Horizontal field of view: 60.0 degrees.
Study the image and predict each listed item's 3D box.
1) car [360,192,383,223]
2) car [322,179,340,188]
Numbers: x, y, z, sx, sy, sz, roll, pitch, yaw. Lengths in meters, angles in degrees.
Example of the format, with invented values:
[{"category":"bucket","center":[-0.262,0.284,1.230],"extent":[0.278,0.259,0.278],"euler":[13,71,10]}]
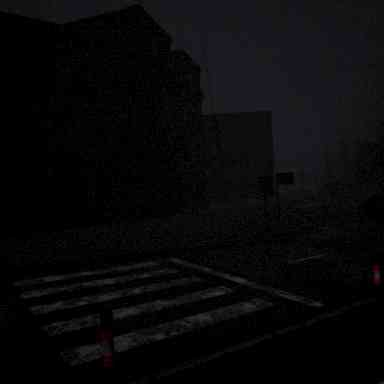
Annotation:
[{"category":"car","center":[11.300,0.850,17.584],"extent":[2.097,1.767,4.553],"euler":[-4,3,-21]},{"category":"car","center":[25.167,-1.527,60.264],"extent":[1.882,1.535,5.008],"euler":[-3,1,5]}]
